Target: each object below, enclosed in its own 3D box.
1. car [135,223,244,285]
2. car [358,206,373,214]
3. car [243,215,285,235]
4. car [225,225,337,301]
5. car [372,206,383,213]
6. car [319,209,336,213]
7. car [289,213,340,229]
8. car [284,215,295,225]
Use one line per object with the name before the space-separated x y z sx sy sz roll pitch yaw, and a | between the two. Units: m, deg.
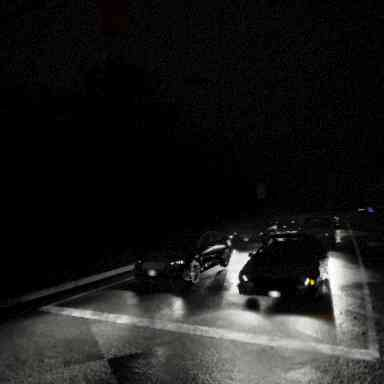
car | -0.074 2.082 11.584 2.128 1.511 4.902 -3 -3 25
car | 39.825 4.256 77.213 2.128 1.511 4.902 -4 -4 34
car | 3.914 2.357 20.123 2.128 1.511 4.902 -3 -3 24
car | 2.929 1.938 9.721 2.033 1.411 5.357 -3 -3 25
car | 42.841 4.016 75.447 1.882 1.535 5.008 -4 -4 34
car | 12.683 2.470 31.137 2.097 1.767 4.553 -3 -3 24
car | 6.997 2.164 18.459 2.128 1.511 4.902 -3 -3 24
car | 9.190 2.877 31.864 1.895 1.301 4.718 -3 -3 24
